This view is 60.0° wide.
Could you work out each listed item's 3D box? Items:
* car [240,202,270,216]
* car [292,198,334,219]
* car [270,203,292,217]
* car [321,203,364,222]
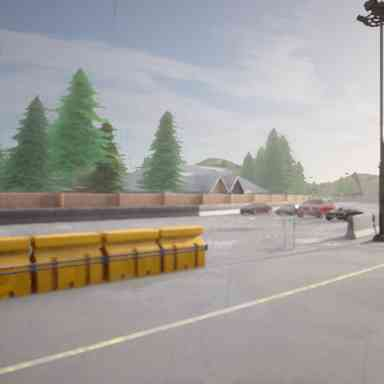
[{"bbox_3d":[7.474,1.913,38.506,1.882,1.535,5.008,0,-1,43],"label":"car"},{"bbox_3d":[12.775,1.625,33.901,2.150,2.045,5.566,0,-1,43],"label":"car"},{"bbox_3d":[11.364,1.985,37.500,2.033,1.411,5.357,0,-1,43],"label":"car"},{"bbox_3d":[13.657,1.964,29.768,1.895,1.301,4.718,0,-1,44],"label":"car"}]
